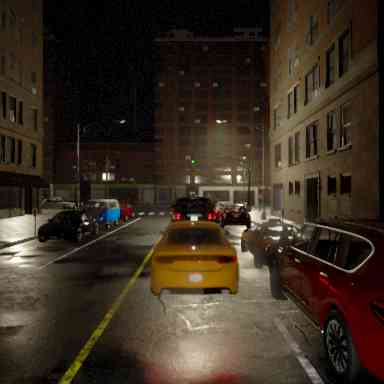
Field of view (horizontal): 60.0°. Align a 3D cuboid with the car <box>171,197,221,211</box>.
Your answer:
[{"bbox_3d":[0.079,1.249,17.284,2.150,2.045,5.566,0,0,0],"label":"car"}]

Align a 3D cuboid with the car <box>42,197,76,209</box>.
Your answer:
[{"bbox_3d":[-16.561,1.504,40.115,4.718,1.301,1.895,0,-1,1],"label":"car"}]

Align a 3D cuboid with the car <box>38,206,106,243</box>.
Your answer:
[{"bbox_3d":[-5.872,1.590,16.276,1.947,1.339,4.313,1,0,0],"label":"car"}]

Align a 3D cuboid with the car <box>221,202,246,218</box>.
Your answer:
[{"bbox_3d":[2.647,1.475,21.768,1.967,1.590,4.097,1,0,0],"label":"car"}]

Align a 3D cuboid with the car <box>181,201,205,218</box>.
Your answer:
[{"bbox_3d":[0.196,1.618,31.551,1.994,1.385,4.181,0,0,4],"label":"car"}]

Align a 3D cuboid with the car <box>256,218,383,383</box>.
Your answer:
[{"bbox_3d":[2.670,1.321,5.320,2.192,1.841,5.009,1,0,0],"label":"car"}]

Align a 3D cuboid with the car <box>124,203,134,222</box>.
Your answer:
[{"bbox_3d":[-5.886,1.590,27.241,1.887,1.381,4.507,1,0,0],"label":"car"}]

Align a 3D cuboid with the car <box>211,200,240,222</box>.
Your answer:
[{"bbox_3d":[2.640,1.485,27.251,1.967,1.590,4.097,1,0,0],"label":"car"}]

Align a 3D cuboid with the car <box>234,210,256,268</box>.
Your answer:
[{"bbox_3d":[2.661,1.540,10.973,1.752,1.417,4.829,1,0,0],"label":"car"}]

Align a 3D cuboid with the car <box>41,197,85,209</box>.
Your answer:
[{"bbox_3d":[-16.762,1.431,43.377,4.902,1.511,2.128,0,-1,0],"label":"car"}]

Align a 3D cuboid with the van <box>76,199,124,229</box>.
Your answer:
[{"bbox_3d":[-5.877,1.376,21.759,1.690,1.788,3.998,1,0,0],"label":"van"}]

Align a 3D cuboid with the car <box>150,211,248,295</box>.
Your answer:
[{"bbox_3d":[0.036,1.489,8.798,1.882,1.535,5.008,0,0,-1],"label":"car"}]
